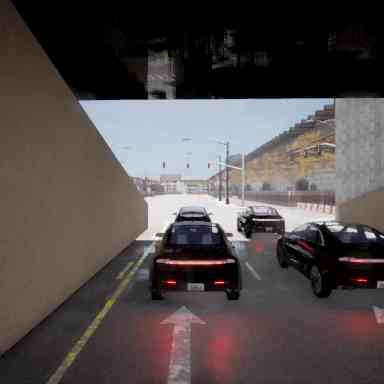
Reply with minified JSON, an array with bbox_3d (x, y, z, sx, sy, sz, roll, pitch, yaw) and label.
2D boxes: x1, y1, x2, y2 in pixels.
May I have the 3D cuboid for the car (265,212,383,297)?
[{"bbox_3d":[3.561,1.492,8.557,2.128,1.511,4.902,0,0,0],"label":"car"}]

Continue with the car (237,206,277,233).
[{"bbox_3d":[3.541,1.491,17.690,2.128,1.511,4.902,0,0,0],"label":"car"}]

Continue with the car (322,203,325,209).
[{"bbox_3d":[17.410,1.453,40.083,2.038,1.542,4.974,0,0,45],"label":"car"}]

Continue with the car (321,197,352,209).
[{"bbox_3d":[17.446,1.295,40.120,1.853,1.218,4.536,0,0,45],"label":"car"}]

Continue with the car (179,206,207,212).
[{"bbox_3d":[0.043,1.505,17.515,1.837,1.490,4.892,0,0,0],"label":"car"}]

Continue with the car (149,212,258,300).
[{"bbox_3d":[0.064,1.492,8.395,2.128,1.511,4.902,0,0,0],"label":"car"}]

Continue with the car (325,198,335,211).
[{"bbox_3d":[17.320,1.453,35.476,2.038,1.542,4.974,0,0,-35],"label":"car"}]
